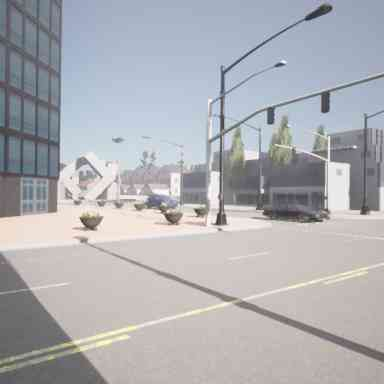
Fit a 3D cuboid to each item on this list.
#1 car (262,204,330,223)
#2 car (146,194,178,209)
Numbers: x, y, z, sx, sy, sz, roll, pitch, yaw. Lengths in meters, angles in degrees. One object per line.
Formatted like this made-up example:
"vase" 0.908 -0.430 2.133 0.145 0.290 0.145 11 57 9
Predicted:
"car" 8.130 1.641 26.580 2.033 1.411 5.357 1 0 -38
"car" -4.040 1.315 43.907 2.150 2.045 5.566 1 -1 -35
